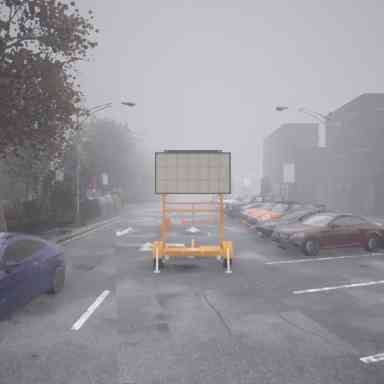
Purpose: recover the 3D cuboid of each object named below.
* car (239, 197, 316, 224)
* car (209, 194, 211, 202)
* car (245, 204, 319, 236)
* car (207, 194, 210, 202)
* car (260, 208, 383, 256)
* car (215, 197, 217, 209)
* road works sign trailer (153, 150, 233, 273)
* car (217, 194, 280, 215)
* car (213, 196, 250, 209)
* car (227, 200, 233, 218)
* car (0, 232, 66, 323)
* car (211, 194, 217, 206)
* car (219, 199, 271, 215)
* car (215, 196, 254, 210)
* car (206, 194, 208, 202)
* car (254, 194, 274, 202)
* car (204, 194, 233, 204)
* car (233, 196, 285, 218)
[{"bbox_3d":[5.391,1.369,18.935,4.553,1.767,2.185,1,0,-20],"label":"car"},{"bbox_3d":[5.574,1.455,51.960,4.553,1.767,2.185,1,0,-20],"label":"car"},{"bbox_3d":[5.317,1.520,15.915,4.792,1.488,2.163,1,0,-20],"label":"car"},{"bbox_3d":[5.545,1.592,54.963,5.008,1.535,2.097,1,-1,-20],"label":"car"},{"bbox_3d":[5.335,1.530,12.924,4.674,1.452,2.002,1,0,-20],"label":"car"},{"bbox_3d":[5.250,1.508,30.869,5.366,1.575,1.946,1,0,-20],"label":"car"},{"bbox_3d":[0.027,0.467,10.666,2.380,3.560,2.880,0,0,0],"label":"road works sign trailer"},{"bbox_3d":[5.397,1.256,27.912,5.566,2.045,2.435,1,0,-20],"label":"car"},{"bbox_3d":[5.479,1.431,45.943,4.553,1.767,2.185,1,0,-20],"label":"car"},{"bbox_3d":[5.386,1.542,24.933,4.674,1.452,2.002,1,0,-20],"label":"car"},{"bbox_3d":[-3.840,1.527,6.047,1.812,1.442,4.674,0,0,0],"label":"car"},{"bbox_3d":[5.437,1.277,36.928,5.566,2.045,2.435,1,0,-20],"label":"car"},{"bbox_3d":[5.413,1.550,33.926,4.792,1.488,2.163,1,0,-20],"label":"car"},{"bbox_3d":[5.463,1.420,42.942,4.553,1.767,2.185,1,0,-20],"label":"car"},{"bbox_3d":[5.404,1.623,63.907,5.366,1.575,1.946,1,0,-20],"label":"car"},{"bbox_3d":[18.625,1.476,85.954,2.435,2.045,5.566,0,0,-21],"label":"car"},{"bbox_3d":[5.611,1.402,70.001,5.566,2.045,2.435,1,0,-20],"label":"car"},{"bbox_3d":[5.407,1.373,21.937,4.553,1.767,2.185,1,0,-20],"label":"car"}]
